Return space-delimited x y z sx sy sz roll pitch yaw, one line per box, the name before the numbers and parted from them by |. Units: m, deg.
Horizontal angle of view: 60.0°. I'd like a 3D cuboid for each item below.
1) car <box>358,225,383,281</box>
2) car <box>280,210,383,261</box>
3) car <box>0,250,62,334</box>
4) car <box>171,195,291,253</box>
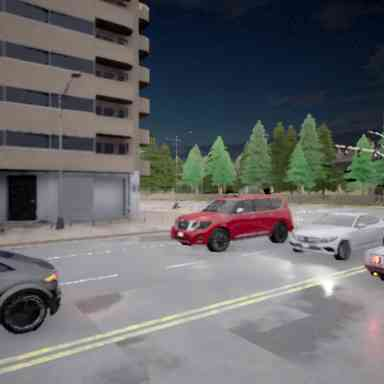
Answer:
car | 6.367 1.540 8.291 4.718 1.301 1.895 0 0 -35
car | 5.600 1.455 12.181 4.674 1.442 1.812 0 0 -35
car | -4.301 1.568 5.198 4.181 1.385 1.994 0 0 -35
car | 1.840 1.159 13.823 5.566 2.045 2.150 -1 1 -35
